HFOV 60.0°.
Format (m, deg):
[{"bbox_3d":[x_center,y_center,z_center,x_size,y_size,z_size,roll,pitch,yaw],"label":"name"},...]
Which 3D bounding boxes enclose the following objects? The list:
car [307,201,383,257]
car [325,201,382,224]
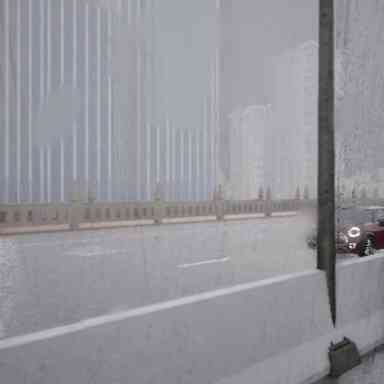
[{"bbox_3d":[6.546,1.351,12.943,4.553,1.767,2.097,0,0,-35],"label":"car"},{"bbox_3d":[12.622,1.502,25.855,4.892,1.490,1.837,0,0,-35],"label":"car"}]
